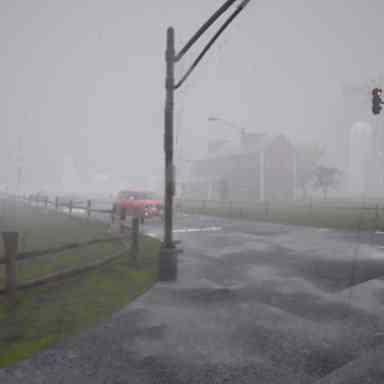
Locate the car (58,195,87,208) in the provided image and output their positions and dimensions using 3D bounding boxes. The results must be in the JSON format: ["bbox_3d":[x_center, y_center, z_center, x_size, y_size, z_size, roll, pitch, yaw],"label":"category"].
[{"bbox_3d":[-13.250,0.995,36.512,2.033,1.411,5.357,1,0,-35],"label":"car"}]

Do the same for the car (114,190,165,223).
[{"bbox_3d":[-3.454,0.890,22.703,2.150,2.045,5.566,1,0,-35],"label":"car"}]

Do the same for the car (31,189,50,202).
[{"bbox_3d":[-23.025,0.506,50.472,2.097,1.767,4.553,1,0,-35],"label":"car"}]
